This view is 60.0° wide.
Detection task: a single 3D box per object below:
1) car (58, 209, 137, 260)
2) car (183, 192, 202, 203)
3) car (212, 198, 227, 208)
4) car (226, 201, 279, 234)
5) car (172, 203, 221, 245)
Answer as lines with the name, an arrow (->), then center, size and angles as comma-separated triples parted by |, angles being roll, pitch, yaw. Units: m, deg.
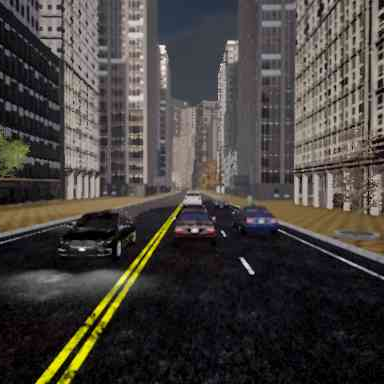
car -> -3.247, 1.432, 12.243 | 1.837, 1.490, 4.892 | 0, 0, 0
car -> 0.111, 0.960, 42.372 | 2.150, 2.045, 5.566 | 0, 1, 0
car -> 3.359, 1.354, 40.022 | 1.895, 1.301, 4.718 | 0, 0, 0
car -> 3.352, 1.437, 18.522 | 2.033, 1.411, 5.357 | 0, 0, 0
car -> 0.102, 1.459, 14.885 | 2.033, 1.411, 5.357 | 0, 0, 0
